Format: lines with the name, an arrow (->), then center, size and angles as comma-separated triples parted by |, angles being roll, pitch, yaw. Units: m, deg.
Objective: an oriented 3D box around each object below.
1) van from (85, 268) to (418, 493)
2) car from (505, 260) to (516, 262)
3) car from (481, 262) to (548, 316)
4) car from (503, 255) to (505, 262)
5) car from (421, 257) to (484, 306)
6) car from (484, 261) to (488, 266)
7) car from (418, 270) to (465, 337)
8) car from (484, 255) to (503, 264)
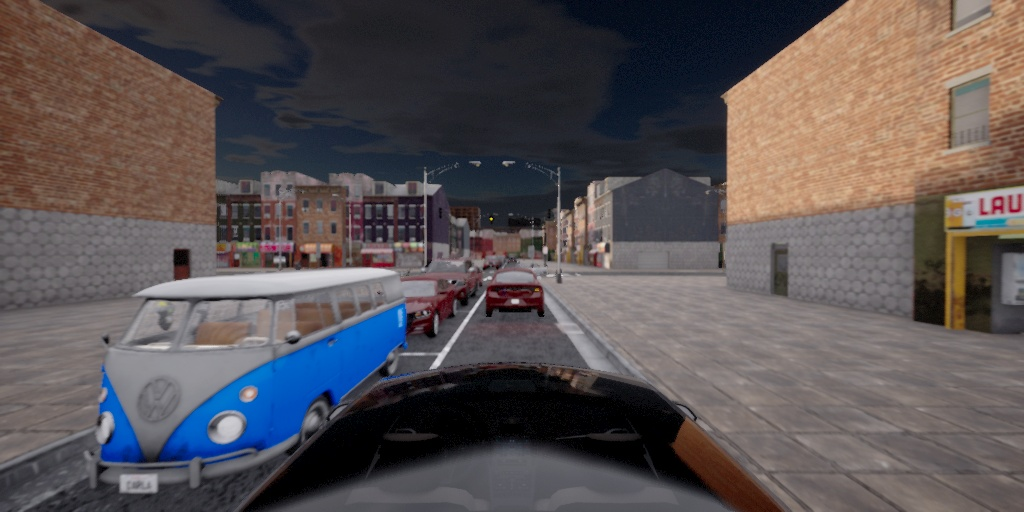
van -> -2.639, 1.075, 4.639 | 1.690, 1.789, 3.998 | 0, 0, 0
car -> 1.450, 1.211, 29.989 | 1.895, 1.301, 4.718 | 0, 0, 24
car -> 0.094, 1.167, 13.088 | 1.882, 1.535, 5.008 | 0, 1, 0
car -> -2.662, 0.793, 58.203 | 2.192, 1.841, 5.009 | 0, 0, 0
car -> -2.644, 0.991, 15.506 | 2.192, 1.841, 5.009 | 0, 0, 0
car -> -2.646, 1.194, 20.940 | 1.888, 1.381, 4.507 | 0, 0, 0
car -> -2.641, 1.250, 10.073 | 1.888, 1.381, 4.507 | 0, 0, 0
car -> -2.657, 0.839, 47.349 | 2.192, 1.841, 5.009 | 0, 0, 0
